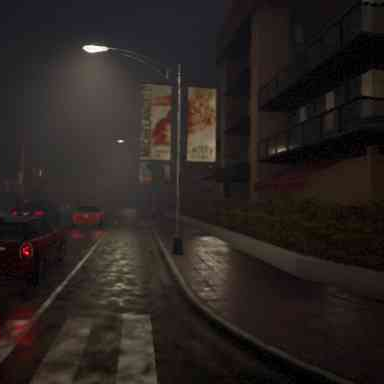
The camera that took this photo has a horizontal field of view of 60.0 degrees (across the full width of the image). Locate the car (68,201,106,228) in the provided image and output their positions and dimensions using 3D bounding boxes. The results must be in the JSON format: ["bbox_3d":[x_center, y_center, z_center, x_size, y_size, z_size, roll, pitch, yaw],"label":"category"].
[{"bbox_3d":[-7.994,1.816,26.148,2.097,1.767,4.553,1,-1,-10],"label":"car"}]

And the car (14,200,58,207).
[{"bbox_3d":[-11.184,1.584,24.090,2.150,2.045,5.566,1,-1,-9],"label":"car"}]

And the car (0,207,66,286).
[{"bbox_3d":[-5.143,1.497,9.830,2.097,1.767,4.553,1,-1,-11],"label":"car"}]

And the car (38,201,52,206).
[{"bbox_3d":[-36.065,2.832,81.720,1.895,1.301,4.718,1,-1,-10],"label":"car"}]
